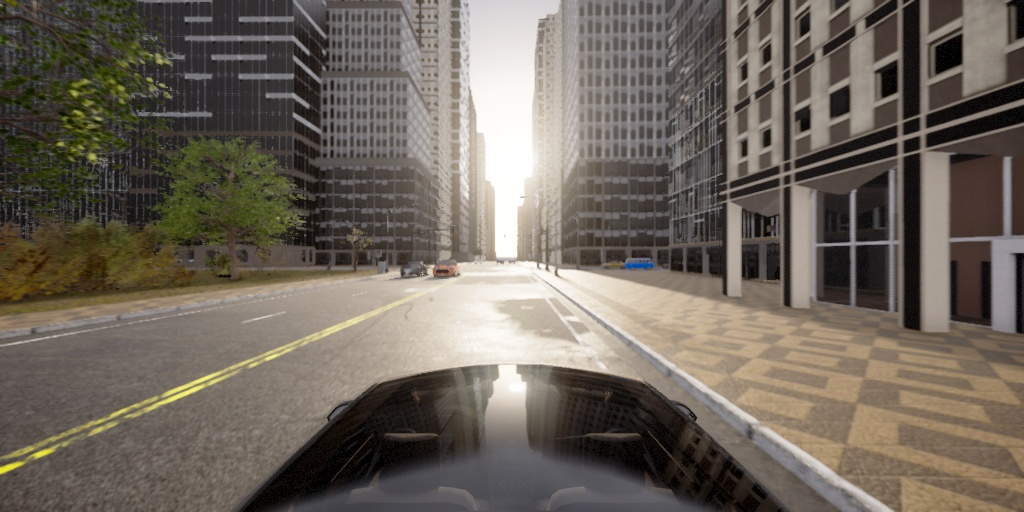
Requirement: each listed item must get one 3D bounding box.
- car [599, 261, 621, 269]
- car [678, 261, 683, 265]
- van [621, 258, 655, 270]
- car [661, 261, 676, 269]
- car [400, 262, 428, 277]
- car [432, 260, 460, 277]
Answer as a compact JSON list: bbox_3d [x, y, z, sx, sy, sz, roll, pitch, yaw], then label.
[{"bbox_3d":[17.076,1.449,59.879,4.829,1.417,1.751,0,0,2],"label":"car"},{"bbox_3d":[26.627,1.351,51.520,4.097,1.591,1.967,0,0,2],"label":"car"},{"bbox_3d":[18.348,1.246,51.707,3.998,1.789,1.690,0,0,2],"label":"van"},{"bbox_3d":[26.911,1.511,59.396,4.207,1.307,1.802,0,0,2],"label":"car"},{"bbox_3d":[-9.826,1.313,36.216,2.128,1.511,4.902,0,0,0],"label":"car"},{"bbox_3d":[-6.576,1.172,36.156,2.097,1.767,4.553,0,0,0],"label":"car"}]
